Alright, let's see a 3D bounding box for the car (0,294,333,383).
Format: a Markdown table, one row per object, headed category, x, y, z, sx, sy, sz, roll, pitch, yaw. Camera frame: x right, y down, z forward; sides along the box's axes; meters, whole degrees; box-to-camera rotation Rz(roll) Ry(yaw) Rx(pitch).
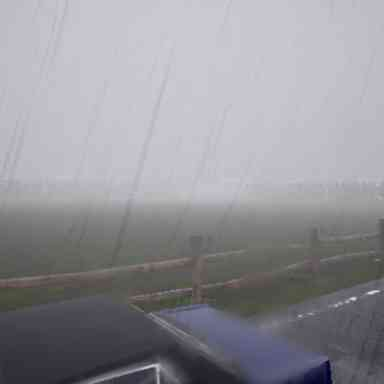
| category | x | y | z | sx | sy | sz | roll | pitch | yaw |
| --- | --- | --- | --- | --- | --- | --- | --- | --- | --- |
| car | -1.200 | 1.602 | 2.215 | 4.718 | 1.301 | 1.895 | 0 | 0 | -36 |
